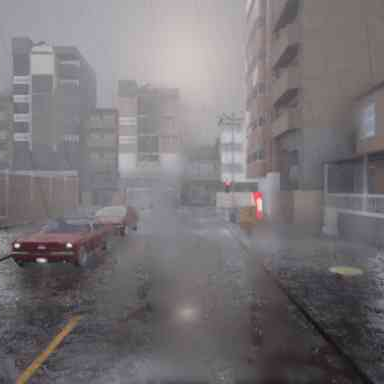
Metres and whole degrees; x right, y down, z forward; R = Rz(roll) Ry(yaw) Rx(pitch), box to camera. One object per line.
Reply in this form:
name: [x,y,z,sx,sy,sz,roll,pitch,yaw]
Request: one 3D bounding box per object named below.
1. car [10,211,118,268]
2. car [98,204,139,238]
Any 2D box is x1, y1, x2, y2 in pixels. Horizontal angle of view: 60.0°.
car: [-4.082,1.551,11.274,1.895,1.301,4.718,0,0,0]
car: [-3.995,1.402,17.359,1.882,1.535,5.008,0,0,0]
